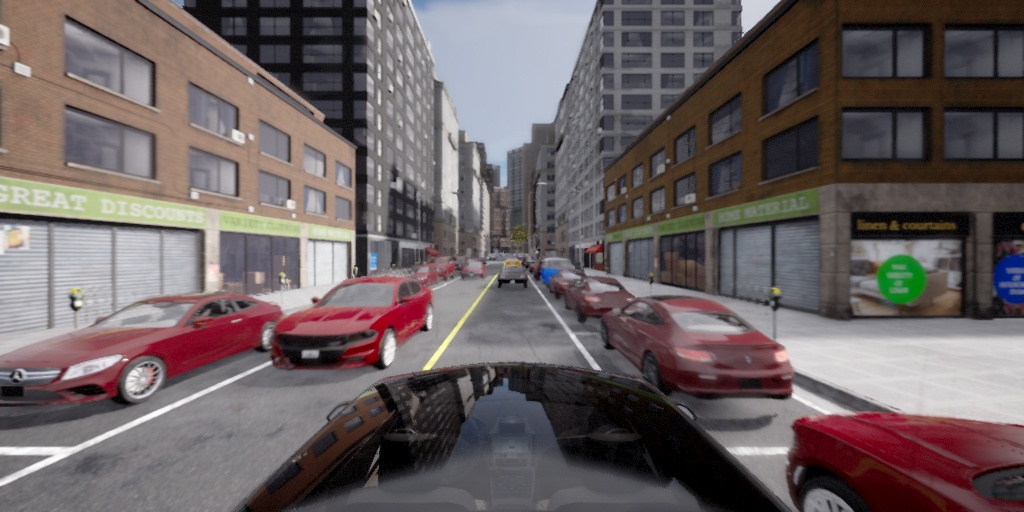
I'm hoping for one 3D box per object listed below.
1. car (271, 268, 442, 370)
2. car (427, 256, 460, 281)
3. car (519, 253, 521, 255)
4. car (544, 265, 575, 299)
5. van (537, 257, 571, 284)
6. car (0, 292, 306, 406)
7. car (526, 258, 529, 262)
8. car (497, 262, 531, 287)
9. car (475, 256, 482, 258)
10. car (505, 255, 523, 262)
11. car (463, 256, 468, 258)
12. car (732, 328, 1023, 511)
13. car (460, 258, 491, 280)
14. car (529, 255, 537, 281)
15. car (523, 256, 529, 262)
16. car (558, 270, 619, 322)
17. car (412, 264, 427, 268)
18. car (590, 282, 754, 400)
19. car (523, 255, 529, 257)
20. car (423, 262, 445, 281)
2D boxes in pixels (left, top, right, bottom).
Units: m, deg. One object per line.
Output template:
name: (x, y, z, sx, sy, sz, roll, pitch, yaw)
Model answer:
car: (-3.089, 1.215, 8.003, 1.882, 1.535, 5.008, 0, 1, 0)
car: (-5.762, 0.962, 28.452, 2.192, 1.841, 5.009, 0, 0, 0)
car: (2.764, 0.773, 61.764, 2.192, 1.841, 5.009, 0, 0, 0)
car: (2.763, 1.285, 17.345, 1.802, 1.307, 4.207, 0, 0, 0)
van: (2.763, 1.016, 22.896, 1.690, 1.789, 3.998, 0, 0, 0)
car: (-5.762, 1.324, 6.239, 1.802, 1.307, 4.207, 0, 0, 0)
car: (2.764, 1.175, 39.552, 1.802, 1.307, 4.207, 0, 0, 0)
car: (0.057, 1.272, 23.682, 1.895, 1.301, 4.718, 0, 0, 0)
car: (-5.761, 1.077, 50.665, 1.888, 1.381, 4.507, 0, 0, 0)
car: (0.099, 1.025, 47.959, 1.882, 1.535, 5.008, 0, 0, 0)
car: (-5.762, 0.907, 39.557, 2.192, 1.841, 5.009, 0, 0, 0)
car: (2.763, 1.296, 0.679, 1.888, 1.381, 4.507, 0, 0, 0)
car: (-3.050, 1.167, 29.588, 1.812, 1.442, 4.674, 0, 0, 0)
car: (2.763, 0.963, 28.448, 2.192, 1.841, 5.009, 0, 0, 0)
car: (2.764, 1.098, 50.658, 1.948, 1.339, 4.313, 0, 0, 0)
car: (2.763, 1.308, 11.788, 1.802, 1.307, 4.207, 0, 0, 0)
car: (-5.762, 1.253, 17.348, 2.007, 1.370, 4.403, 0, 0, 0)
car: (2.763, 1.325, 6.236, 1.802, 1.307, 4.207, 0, 0, 0)
car: (2.764, 1.022, 56.380, 1.751, 1.417, 4.829, 0, 0, 0)
car: (-5.762, 1.257, 22.901, 1.802, 1.307, 4.207, 0, 0, 0)
